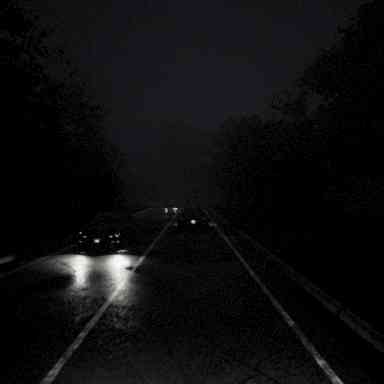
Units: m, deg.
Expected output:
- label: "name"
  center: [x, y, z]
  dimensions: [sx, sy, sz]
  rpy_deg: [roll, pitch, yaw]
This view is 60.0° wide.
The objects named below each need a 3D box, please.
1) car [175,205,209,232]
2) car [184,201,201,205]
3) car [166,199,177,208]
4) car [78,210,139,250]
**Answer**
- label: "car"
  center: [0.075, 1.750, 21.687]
  dimensions: [1.994, 1.385, 4.181]
  rpy_deg: [0, 0, 0]
- label: "car"
  center: [0.057, 1.808, 38.661]
  dimensions: [2.128, 1.511, 4.902]
  rpy_deg: [0, 0, 0]
- label: "car"
  center: [-3.565, 2.031, 58.190]
  dimensions: [1.812, 1.442, 4.674]
  rpy_deg: [0, 0, 0]
- label: "car"
  center: [-3.617, 1.639, 15.086]
  dimensions: [1.837, 1.490, 4.892]
  rpy_deg: [0, 0, 0]
